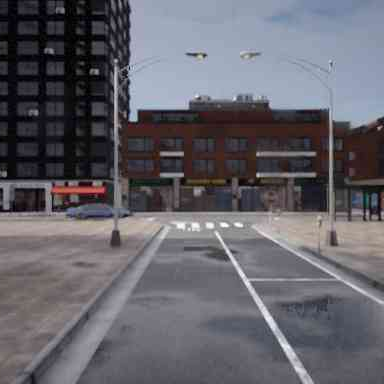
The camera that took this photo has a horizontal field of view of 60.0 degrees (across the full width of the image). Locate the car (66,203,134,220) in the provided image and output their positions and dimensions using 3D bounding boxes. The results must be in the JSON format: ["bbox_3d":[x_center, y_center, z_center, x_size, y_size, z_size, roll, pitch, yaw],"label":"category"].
[{"bbox_3d":[-7.597,1.621,27.666,5.357,1.411,2.033,0,-1,0],"label":"car"}]
